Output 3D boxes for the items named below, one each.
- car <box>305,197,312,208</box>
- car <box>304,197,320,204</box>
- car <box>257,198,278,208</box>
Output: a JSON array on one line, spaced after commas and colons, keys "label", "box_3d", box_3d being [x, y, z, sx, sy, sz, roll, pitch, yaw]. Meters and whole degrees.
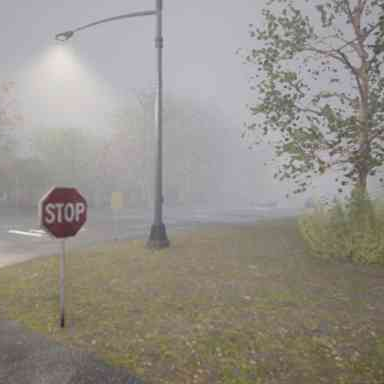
[{"label": "car", "box_3d": [19.175, 1.637, 51.860, 2.097, 1.767, 4.553, 0, 0, 36]}, {"label": "car", "box_3d": [26.863, 1.873, 74.350, 1.882, 1.535, 5.008, 0, 0, 36]}, {"label": "car", "box_3d": [12.336, 1.796, 54.325, 1.882, 1.535, 5.008, 0, 1, 36]}]
